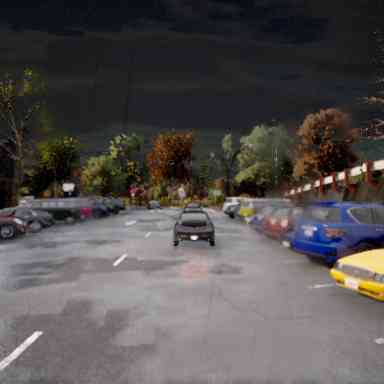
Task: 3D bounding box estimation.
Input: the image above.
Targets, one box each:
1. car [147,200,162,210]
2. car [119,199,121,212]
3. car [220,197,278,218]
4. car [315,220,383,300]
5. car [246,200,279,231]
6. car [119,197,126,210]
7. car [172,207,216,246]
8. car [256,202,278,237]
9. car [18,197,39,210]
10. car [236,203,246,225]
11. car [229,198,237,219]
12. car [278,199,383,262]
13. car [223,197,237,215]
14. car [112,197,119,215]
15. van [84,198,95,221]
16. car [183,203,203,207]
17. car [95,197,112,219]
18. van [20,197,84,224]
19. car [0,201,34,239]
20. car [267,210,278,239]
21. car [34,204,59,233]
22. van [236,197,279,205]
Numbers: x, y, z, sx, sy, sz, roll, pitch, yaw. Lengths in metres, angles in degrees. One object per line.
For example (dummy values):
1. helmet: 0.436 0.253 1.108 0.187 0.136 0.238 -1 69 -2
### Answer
1. car: -5.987 2.056 52.259 1.837 1.490 4.892 1 -1 -15
2. car: -10.985 1.919 38.106 4.792 1.488 2.163 -1 -1 -20
3. car: 5.967 1.604 34.968 5.566 2.045 2.435 1 -1 -20
4. car: 5.765 1.564 7.682 5.366 1.575 1.946 1 0 -20
5. car: 5.905 1.572 19.838 4.553 1.767 2.185 1 -1 -20
6. car: -11.025 1.669 41.026 5.566 2.045 2.435 -1 0 -20
7. car: 0.095 1.679 16.288 1.837 1.490 4.892 0 -1 0
8. car: 5.913 1.540 16.809 4.553 1.767 2.185 1 -1 -20
9. car: -26.680 1.810 54.397 2.435 2.045 5.566 0 0 -19
10. car: 5.949 1.731 22.857 4.892 1.521 2.231 1 0 -20
11. car: 5.978 1.668 28.908 4.553 1.767 2.185 1 0 -20
12. car: 5.969 1.351 10.785 5.566 2.045 2.435 1 -1 -20
13. car: 5.926 1.572 31.908 5.566 2.045 2.435 1 0 -20
14. car: -10.981 1.607 35.143 5.566 2.045 2.435 -1 -1 -20
15. van: -11.115 1.573 29.166 4.442 1.987 1.878 -1 0 -20
16. car: 0.097 1.849 33.801 2.128 1.511 4.902 0 -1 0
17. car: -10.983 1.577 32.183 5.566 2.045 2.435 -1 -1 -20
18. van: -11.116 1.542 26.207 4.442 1.987 1.878 -1 0 -20
19. car: -11.036 1.549 17.364 4.553 1.767 2.185 -1 -1 -20
20. car: 5.909 1.663 13.783 4.792 1.488 2.163 1 0 -20
21. car: -11.004 1.706 20.337 4.892 1.521 2.231 -1 0 -20
22. van: 6.053 1.538 25.927 4.442 1.987 1.878 1 -1 -20
